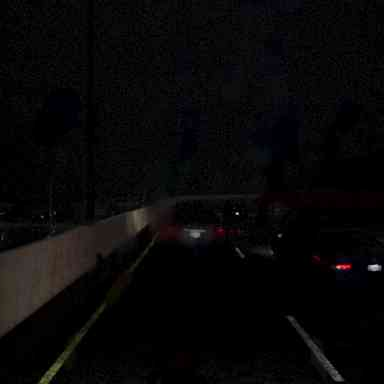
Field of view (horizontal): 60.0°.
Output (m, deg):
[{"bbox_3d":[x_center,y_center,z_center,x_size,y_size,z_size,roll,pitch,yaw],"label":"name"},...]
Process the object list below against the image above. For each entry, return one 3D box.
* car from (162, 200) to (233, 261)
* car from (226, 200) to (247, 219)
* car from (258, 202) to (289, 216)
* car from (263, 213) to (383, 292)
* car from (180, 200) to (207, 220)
[{"bbox_3d":[0.108,1.341,12.363,2.097,1.767,4.553,0,0,0],"label":"car"},{"bbox_3d":[3.630,1.481,29.002,1.837,1.490,4.892,0,0,0],"label":"car"},{"bbox_3d":[7.131,1.540,29.544,1.994,1.385,4.181,0,0,0],"label":"car"},{"bbox_3d":[3.605,1.540,9.062,2.033,1.411,5.357,0,0,0],"label":"car"},{"bbox_3d":[0.130,1.467,28.948,2.128,1.511,4.902,0,0,0],"label":"car"}]
